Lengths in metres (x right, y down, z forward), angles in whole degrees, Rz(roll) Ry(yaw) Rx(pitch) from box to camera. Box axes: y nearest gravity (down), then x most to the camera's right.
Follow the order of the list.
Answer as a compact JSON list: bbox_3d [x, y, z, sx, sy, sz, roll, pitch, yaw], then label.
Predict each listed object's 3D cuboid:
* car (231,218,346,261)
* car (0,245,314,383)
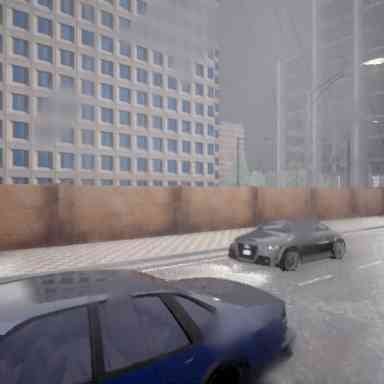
[{"bbox_3d":[3.174,1.564,10.829,4.181,1.385,1.994,0,0,-37],"label":"car"},{"bbox_3d":[-1.274,1.547,3.049,5.357,1.411,2.033,0,0,-37],"label":"car"}]
